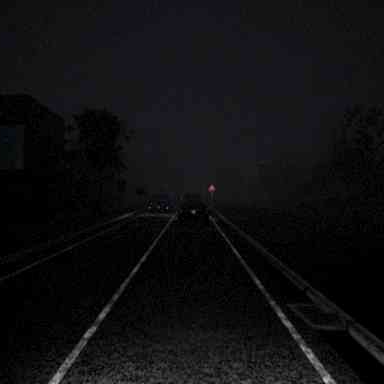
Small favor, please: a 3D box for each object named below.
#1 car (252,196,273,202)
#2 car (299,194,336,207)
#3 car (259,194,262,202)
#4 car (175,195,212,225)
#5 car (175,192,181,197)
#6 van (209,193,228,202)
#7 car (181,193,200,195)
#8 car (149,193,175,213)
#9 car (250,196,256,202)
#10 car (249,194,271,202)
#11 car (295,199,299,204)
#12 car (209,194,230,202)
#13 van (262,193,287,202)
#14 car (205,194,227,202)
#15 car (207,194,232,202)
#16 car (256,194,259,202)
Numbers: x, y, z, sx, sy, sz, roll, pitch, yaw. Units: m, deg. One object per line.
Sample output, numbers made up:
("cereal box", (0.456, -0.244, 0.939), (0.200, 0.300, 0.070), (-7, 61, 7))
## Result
("car", (18.426, 1.761, 87.102), (4.892, 1.521, 2.231), (0, -2, -1))
("car", (18.761, 1.245, 49.178), (4.553, 1.767, 2.185), (0, 0, 0))
("car", (18.718, 1.512, 75.937), (5.366, 1.575, 1.946), (0, -1, 0))
("car", (0.103, 1.319, 23.564), (2.097, 1.767, 4.553), (0, 0, 0))
("car", (-3.286, 1.084, 77.842), (2.150, 2.045, 5.566), (0, -1, 0))
("van", (6.351, 1.356, 79.651), (4.442, 1.987, 1.878), (0, -1, 0))
("car", (0.092, 1.164, 40.365), (2.150, 2.045, 5.566), (0, 0, 0))
("car", (-3.341, 1.168, 36.050), (2.150, 2.045, 5.566), (0, 0, 0))
("car", (18.438, 1.434, 84.317), (5.566, 2.045, 2.435), (0, -2, -1))
("car", (18.370, 1.584, 89.777), (5.566, 2.045, 2.435), (0, -2, -1))
("car", (18.691, 1.406, 52.348), (4.674, 1.452, 2.002), (0, 0, 0))
("car", (6.291, 1.397, 76.612), (4.553, 1.767, 2.185), (0, -1, 0))
("van", (18.439, 1.246, 73.144), (4.442, 1.987, 1.878), (0, -1, 0))
("car", (6.208, 1.471, 85.842), (5.566, 2.045, 2.435), (0, -1, -1))
("car", (6.098, 1.475, 73.691), (5.366, 1.575, 1.946), (0, -1, 0))
("car", (18.698, 1.560, 78.598), (5.366, 1.575, 1.946), (0, -1, 0))
